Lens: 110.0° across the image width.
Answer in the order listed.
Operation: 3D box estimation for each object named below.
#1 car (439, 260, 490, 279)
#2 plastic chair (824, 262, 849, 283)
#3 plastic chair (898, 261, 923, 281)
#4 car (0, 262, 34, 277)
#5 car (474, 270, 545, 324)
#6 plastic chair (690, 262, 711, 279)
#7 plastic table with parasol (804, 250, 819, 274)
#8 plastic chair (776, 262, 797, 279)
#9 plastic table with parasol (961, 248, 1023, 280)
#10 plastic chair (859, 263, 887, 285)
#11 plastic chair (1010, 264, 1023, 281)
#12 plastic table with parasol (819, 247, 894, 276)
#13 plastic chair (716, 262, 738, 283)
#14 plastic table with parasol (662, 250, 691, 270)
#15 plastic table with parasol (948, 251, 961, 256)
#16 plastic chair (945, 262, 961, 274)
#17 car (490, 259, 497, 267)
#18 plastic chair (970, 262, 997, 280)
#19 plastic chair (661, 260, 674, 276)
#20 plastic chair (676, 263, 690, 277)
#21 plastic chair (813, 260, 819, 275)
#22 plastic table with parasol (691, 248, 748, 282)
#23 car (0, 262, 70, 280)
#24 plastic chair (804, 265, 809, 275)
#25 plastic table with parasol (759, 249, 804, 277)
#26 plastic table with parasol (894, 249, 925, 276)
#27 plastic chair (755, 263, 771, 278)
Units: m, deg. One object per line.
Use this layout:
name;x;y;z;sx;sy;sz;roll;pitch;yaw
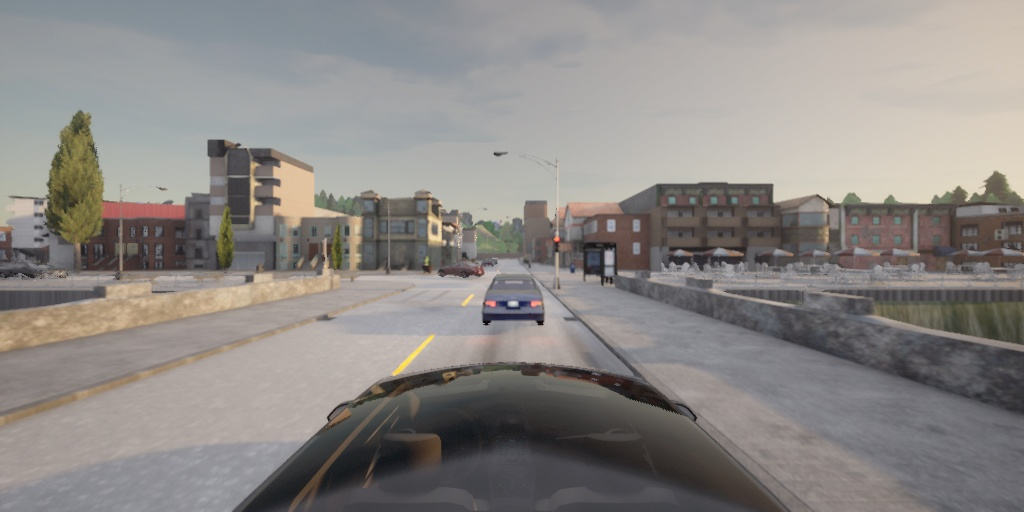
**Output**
car;-4.596;1.228;32.375;4.674;1.442;1.812;0;-1;37
plastic chair;22.600;1.244;24.964;0.730;1.272;0.750;0;0;0
plastic chair;30.500;1.240;27.462;0.750;1.272;0.730;0;0;0
car;-48.730;1.262;33.968;4.181;1.385;1.994;0;0;1
car;0.059;1.281;11.804;2.033;1.411;5.357;0;0;1
plastic chair;13.900;1.241;26.465;0.730;1.272;0.750;0;0;0
plastic table with parasol;30.231;0.623;35.832;2.482;2.480;2.482;0;0;0
plastic chair;22.801;1.236;29.764;0.750;1.272;0.730;0;0;0
plastic table with parasol;37.790;0.636;27.771;2.482;2.480;2.482;0;0;0
plastic chair;23.699;1.246;23.564;0.750;1.272;0.730;0;0;0
plastic chair;37.800;1.242;26.461;0.750;1.272;0.730;0;0;0
plastic table with parasol;23.800;0.640;24.914;2.482;2.480;2.482;0;0;0
plastic chair;15.000;1.243;25.065;0.750;1.272;0.730;0;0;0
plastic table with parasol;15.921;0.625;34.145;2.482;2.480;2.482;0;0;0
plastic table with parasol;46.702;0.622;36.840;2.482;2.480;2.482;0;0;0
plastic chair;45.502;1.226;36.960;0.730;1.272;0.750;0;0;0
car;-4.046;1.258;61.175;1.895;1.301;4.718;0;0;1
plastic chair;36.662;1.239;27.859;0.730;1.272;0.750;0;0;0
plastic chair;14.701;1.229;34.265;0.730;1.272;0.750;0;0;0
plastic chair;15.801;1.231;32.865;0.750;1.272;0.730;0;0;0
plastic chair;29.901;1.229;34.463;0.750;1.272;0.730;0;0;0
plastic table with parasol;15.170;0.637;26.325;2.482;2.480;2.482;0;0;0
car;-39.904;1.231;29.836;4.674;1.442;1.812;0;0;0
plastic chair;28.802;1.227;35.863;0.730;1.272;0.750;0;0;0
plastic table with parasol;22.901;0.630;31.114;2.482;2.480;2.482;0;0;0
plastic table with parasol;30.510;0.634;28.742;2.482;2.480;2.482;0;0;0
plastic chair;21.701;1.234;31.164;0.730;1.272;0.750;0;0;0
